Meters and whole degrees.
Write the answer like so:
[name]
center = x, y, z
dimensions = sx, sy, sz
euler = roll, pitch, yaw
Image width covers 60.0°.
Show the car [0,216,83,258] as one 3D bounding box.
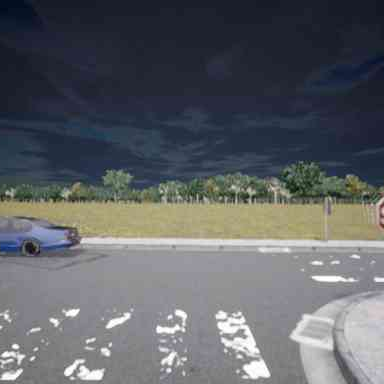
[car]
center = -7.012, 1.627, 12.584
dimensions = 5.357, 1.411, 2.033
euler = 1, -1, 0
